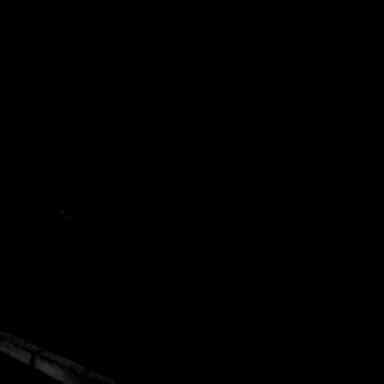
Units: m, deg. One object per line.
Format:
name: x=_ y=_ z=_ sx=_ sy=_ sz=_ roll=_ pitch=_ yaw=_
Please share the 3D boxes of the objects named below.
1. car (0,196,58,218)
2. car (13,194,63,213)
car: x=-12.029 y=1.253 z=24.442 sx=2.128 sy=1.511 sz=4.902 roll=1 pitch=-1 yaw=21
car: x=-15.878 y=1.200 z=34.609 sx=2.097 sy=1.767 sz=4.553 roll=1 pitch=-2 yaw=20
